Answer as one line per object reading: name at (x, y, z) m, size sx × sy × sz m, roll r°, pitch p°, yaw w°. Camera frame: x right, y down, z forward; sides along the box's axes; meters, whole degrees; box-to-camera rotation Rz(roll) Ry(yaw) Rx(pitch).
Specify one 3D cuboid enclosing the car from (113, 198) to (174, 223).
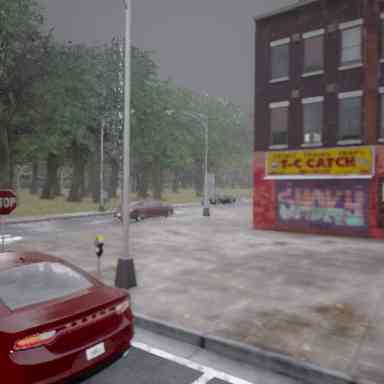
car at (-3.164, 1.152, 22.343) m, size 1.812 × 1.442 × 4.674 m, roll 1°, pitch 2°, yaw 35°

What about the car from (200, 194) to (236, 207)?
car at (2.814, 0.854, 35.784) m, size 1.895 × 1.301 × 4.718 m, roll 1°, pitch 2°, yaw 36°

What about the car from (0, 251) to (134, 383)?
car at (-2.838, 1.552, 4.821) m, size 4.507 × 1.381 × 1.887 m, roll 0°, pitch 1°, yaw 36°
